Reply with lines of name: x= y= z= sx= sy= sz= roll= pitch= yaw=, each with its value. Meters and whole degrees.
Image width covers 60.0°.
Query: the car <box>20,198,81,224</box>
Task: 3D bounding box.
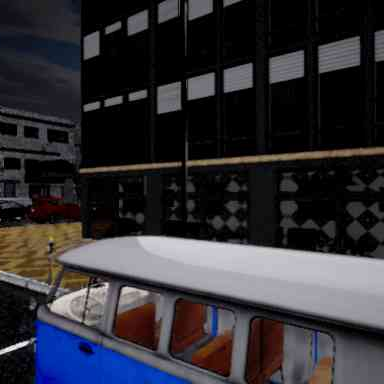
car: x=-9.497 y=1.367 z=24.672 sx=2.192 sy=1.841 sz=5.009 roll=-1 pitch=-1 yaw=35

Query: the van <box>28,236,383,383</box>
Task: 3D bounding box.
van: x=0.393 y=1.342 z=2.559 sx=3.998 sy=1.788 sz=1.690 roll=0 pitch=0 yaw=35

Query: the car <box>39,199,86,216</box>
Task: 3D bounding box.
car: x=-13.135 y=1.555 z=34.024 sx=1.967 sy=1.590 sz=4.097 roll=-1 pitch=-1 yaw=35

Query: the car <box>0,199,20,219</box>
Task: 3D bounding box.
car: x=-15.065 y=1.570 z=26.824 sx=2.128 sy=1.511 sz=4.902 roll=0 pitch=0 yaw=35
